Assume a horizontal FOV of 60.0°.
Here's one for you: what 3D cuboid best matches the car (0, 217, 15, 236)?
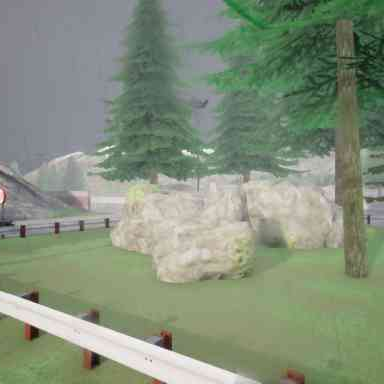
[{"bbox_3d":[-10.863,1.358,15.514,5.357,1.411,2.033,0,0,19],"label":"car"}]
